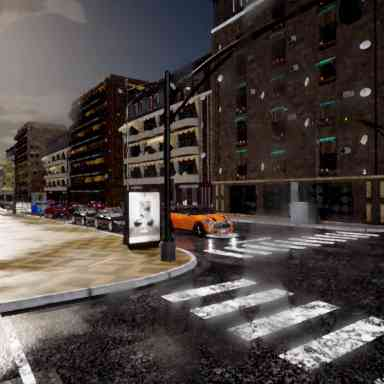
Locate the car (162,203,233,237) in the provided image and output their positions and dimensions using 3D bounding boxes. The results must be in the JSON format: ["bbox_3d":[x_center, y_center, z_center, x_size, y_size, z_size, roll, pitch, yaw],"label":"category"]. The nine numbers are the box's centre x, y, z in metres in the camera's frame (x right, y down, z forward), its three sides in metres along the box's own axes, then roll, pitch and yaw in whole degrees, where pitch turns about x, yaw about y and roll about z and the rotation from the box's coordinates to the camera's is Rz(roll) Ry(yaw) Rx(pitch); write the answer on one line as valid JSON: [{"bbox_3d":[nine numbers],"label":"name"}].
[{"bbox_3d":[0.342,1.580,19.891,2.097,1.767,4.553,-1,-1,-37],"label":"car"}]

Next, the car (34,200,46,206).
[{"bbox_3d":[-37.664,2.798,82.355,1.887,1.381,4.507,-2,0,-36],"label":"car"}]

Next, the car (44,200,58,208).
[{"bbox_3d":[-31.148,2.529,73.323,1.967,1.590,4.097,-2,0,-36],"label":"car"}]

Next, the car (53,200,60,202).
[{"bbox_3d":[-23.502,2.390,58.328,1.812,1.442,4.674,-1,-1,-36],"label":"car"}]

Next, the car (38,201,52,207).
[{"bbox_3d":[-34.404,2.737,77.839,1.947,1.339,4.313,-2,0,-36],"label":"car"}]

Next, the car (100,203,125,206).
[{"bbox_3d":[-5.714,1.925,28.228,2.033,1.411,5.357,-1,-1,-35],"label":"car"}]

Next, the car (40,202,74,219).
[{"bbox_3d":[-14.776,2.115,36.185,1.887,1.381,4.507,-2,0,-36],"label":"car"}]

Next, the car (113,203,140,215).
[{"bbox_3d":[-8.264,2.097,41.761,1.802,1.307,4.206,-2,0,-36],"label":"car"}]

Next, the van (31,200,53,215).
[{"bbox_3d":[-19.687,2.035,43.077,1.690,1.788,3.998,-2,0,-36],"label":"van"}]

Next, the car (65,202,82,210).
[{"bbox_3d":[-21.365,2.425,59.776,1.802,1.307,4.206,-2,0,-36],"label":"car"}]

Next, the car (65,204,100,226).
[{"bbox_3d":[-8.709,1.969,27.702,2.008,1.369,4.403,-2,0,-36],"label":"car"}]

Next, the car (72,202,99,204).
[{"bbox_3d":[-12.585,2.150,37.758,1.895,1.301,4.718,-1,0,-36],"label":"car"}]

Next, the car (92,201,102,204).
[{"bbox_3d":[-14.846,2.119,50.748,1.967,1.590,4.097,-2,0,-36],"label":"car"}]

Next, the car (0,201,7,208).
[{"bbox_3d":[-44.459,2.863,77.450,1.887,1.381,4.507,-2,0,-36],"label":"car"}]

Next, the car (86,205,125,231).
[{"bbox_3d":[-5.449,1.888,23.186,2.008,1.369,4.403,-2,0,-36],"label":"car"}]

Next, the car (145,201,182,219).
[{"bbox_3d":[-3.016,1.825,34.571,1.967,1.590,4.097,-2,0,-36],"label":"car"}]

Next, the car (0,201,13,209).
[{"bbox_3d":[-37.940,2.704,68.419,2.008,1.369,4.403,-2,0,-36],"label":"car"}]
